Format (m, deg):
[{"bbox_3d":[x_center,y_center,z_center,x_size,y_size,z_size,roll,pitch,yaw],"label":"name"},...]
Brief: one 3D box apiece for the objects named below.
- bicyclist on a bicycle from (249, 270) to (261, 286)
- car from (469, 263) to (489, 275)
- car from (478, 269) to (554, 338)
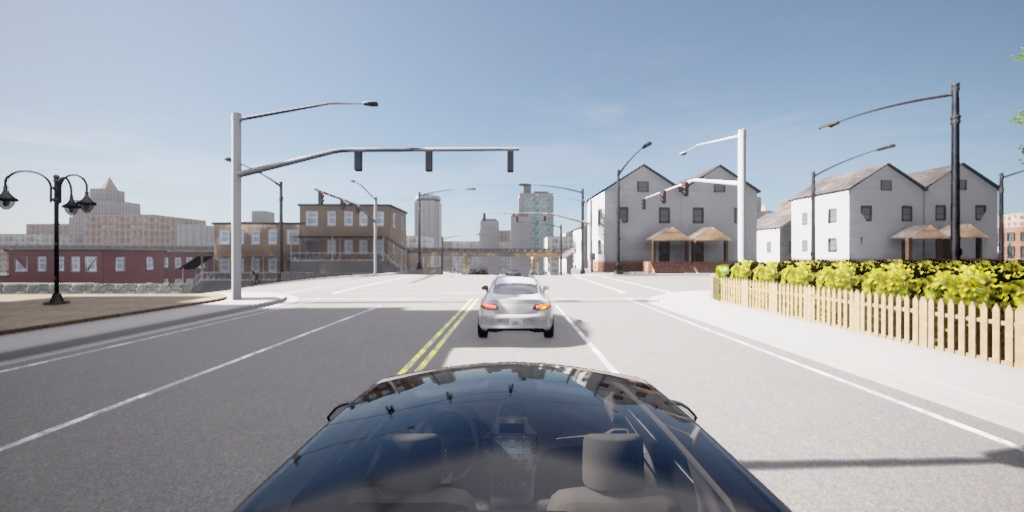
[{"bbox_3d":[-25.569,2.197,35.648,0.582,1.620,1.656,-8,0,0],"label":"bicyclist on a bicycle"},{"bbox_3d":[-3.515,1.527,39.020,1.837,1.490,4.892,0,-7,0],"label":"car"},{"bbox_3d":[0.101,1.272,10.071,1.812,1.442,4.674,0,0,0],"label":"car"}]
